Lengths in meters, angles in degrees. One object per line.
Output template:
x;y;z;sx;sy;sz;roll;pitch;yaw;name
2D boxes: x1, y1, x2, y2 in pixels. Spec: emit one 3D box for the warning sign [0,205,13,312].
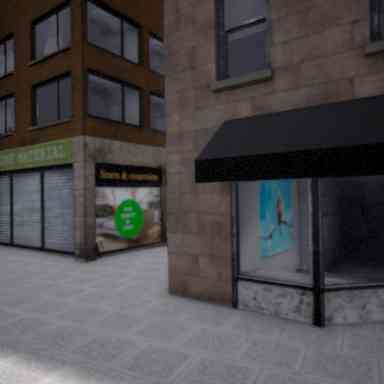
-4.060;1.180;5.791;1.060;1.860;1.300;-1;0;35;warning sign
